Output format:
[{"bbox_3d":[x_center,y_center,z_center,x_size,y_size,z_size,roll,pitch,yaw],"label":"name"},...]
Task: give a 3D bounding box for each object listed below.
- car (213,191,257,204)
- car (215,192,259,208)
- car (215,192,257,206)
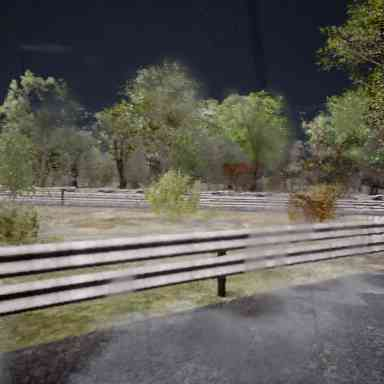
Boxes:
[{"bbox_3d":[5.421,0.713,42.014,5.357,1.411,2.033,1,2,5],"label":"car"},{"bbox_3d":[4.778,0.952,35.048,4.718,1.301,1.895,1,2,5],"label":"car"},{"bbox_3d":[5.088,0.786,38.529,4.674,1.442,1.812,1,2,5],"label":"car"}]
